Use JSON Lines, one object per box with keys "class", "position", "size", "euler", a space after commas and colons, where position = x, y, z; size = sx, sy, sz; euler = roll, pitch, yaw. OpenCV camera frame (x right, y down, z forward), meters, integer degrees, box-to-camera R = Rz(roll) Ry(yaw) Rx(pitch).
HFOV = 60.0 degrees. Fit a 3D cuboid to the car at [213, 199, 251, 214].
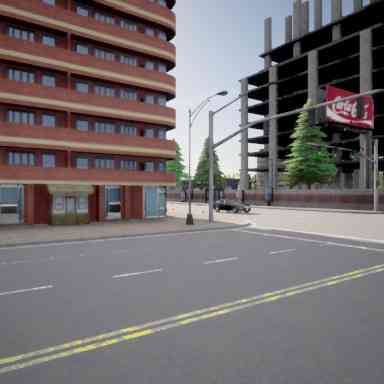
{"class": "car", "position": [4.230, 1.491, 35.918], "size": [2.128, 1.511, 4.902], "euler": [0, 0, -35]}
